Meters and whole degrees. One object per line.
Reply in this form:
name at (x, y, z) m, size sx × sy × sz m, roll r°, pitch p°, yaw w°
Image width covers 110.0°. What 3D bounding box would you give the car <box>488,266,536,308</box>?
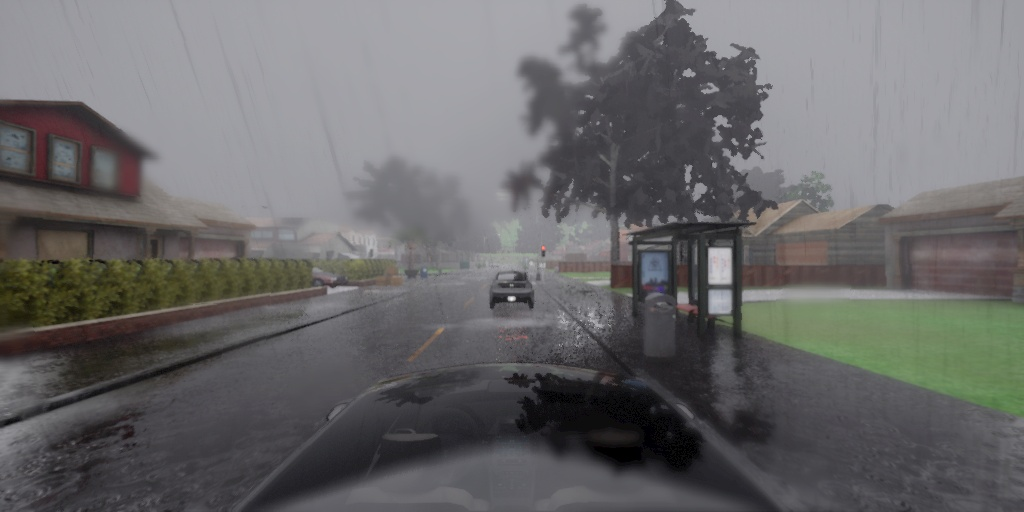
car at (-0.008, 1.394, 16.157) m, size 1.837 × 1.490 × 4.892 m, roll 0°, pitch 0°, yaw 0°
